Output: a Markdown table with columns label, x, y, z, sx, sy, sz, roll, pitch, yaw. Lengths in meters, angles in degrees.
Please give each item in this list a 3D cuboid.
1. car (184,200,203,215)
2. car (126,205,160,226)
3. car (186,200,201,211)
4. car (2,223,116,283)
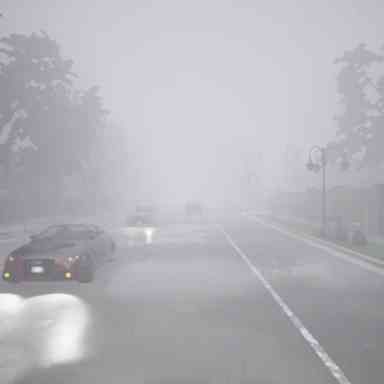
| label | x | y | z | sx | sy | sz | roll | pitch | yaw |
| --- | --- | --- | --- | --- | --- | --- | --- | --- | --- |
| car | 0.174 | 1.721 | 36.631 | 1.837 | 1.490 | 4.892 | 0 | 0 | 1 |
| car | -3.512 | 1.697 | 24.897 | 2.033 | 1.411 | 5.357 | 0 | 0 | 0 |
| car | 0.179 | 1.819 | 46.944 | 1.994 | 1.385 | 4.181 | 0 | 0 | 1 |
| car | -3.564 | 1.623 | 9.681 | 1.994 | 1.385 | 4.181 | 0 | 0 | 0 |
